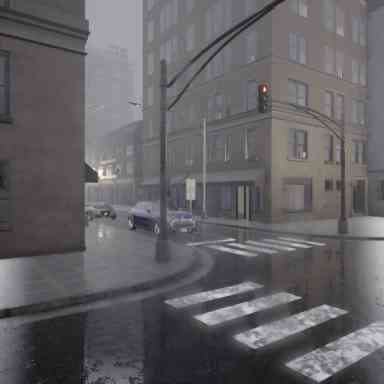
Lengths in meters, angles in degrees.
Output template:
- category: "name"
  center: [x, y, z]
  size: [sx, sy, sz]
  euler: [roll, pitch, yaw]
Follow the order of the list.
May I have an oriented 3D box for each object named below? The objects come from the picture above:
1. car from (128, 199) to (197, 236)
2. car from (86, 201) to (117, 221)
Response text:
- category: "car"
  center: [-1.675, 1.269, 17.944]
  size: [2.097, 1.767, 4.553]
  euler: [0, 0, -36]
- category: "car"
  center: [-7.472, 1.428, 26.049]
  size: [1.994, 1.385, 4.181]
  euler: [0, 0, -35]
